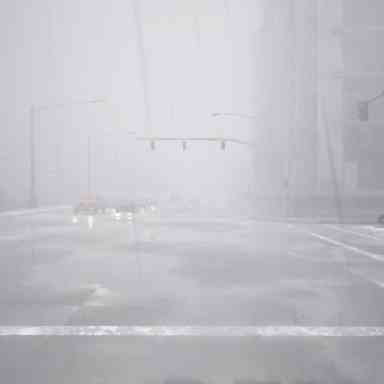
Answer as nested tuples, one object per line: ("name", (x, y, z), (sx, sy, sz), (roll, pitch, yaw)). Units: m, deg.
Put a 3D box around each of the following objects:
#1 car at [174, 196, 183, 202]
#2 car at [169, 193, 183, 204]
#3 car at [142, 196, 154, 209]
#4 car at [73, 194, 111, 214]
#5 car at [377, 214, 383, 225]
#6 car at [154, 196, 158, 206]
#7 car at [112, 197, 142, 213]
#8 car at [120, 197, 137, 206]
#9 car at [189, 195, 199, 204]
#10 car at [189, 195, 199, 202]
("car", (-2.985, 1.511, 75.533), (1.895, 1.301, 4.718), (0, 0, 1))
("car", (-3.160, 1.222, 64.890), (2.150, 2.045, 5.566), (0, 0, 1))
("car", (-7.043, 1.547, 46.515), (2.033, 1.411, 5.357), (0, 0, 2))
("car", (-10.725, 1.222, 35.334), (2.150, 2.045, 5.566), (0, 0, 1))
("car", (13.957, 1.564, 20.710), (4.181, 1.385, 1.994), (0, 0, 0))
("car", (-6.870, 1.492, 56.687), (2.128, 1.511, 4.902), (0, 0, 1))
("car", (-7.195, 1.564, 37.273), (1.994, 1.385, 4.181), (0, 0, 1))
("car", (-10.411, 1.526, 55.010), (1.812, 1.442, 4.674), (0, 0, 1))
("car", (0.434, 1.526, 65.008), (1.812, 1.442, 4.674), (0, 0, 1))
("car", (0.512, 1.524, 75.182), (2.128, 1.511, 4.902), (0, 0, 1))
